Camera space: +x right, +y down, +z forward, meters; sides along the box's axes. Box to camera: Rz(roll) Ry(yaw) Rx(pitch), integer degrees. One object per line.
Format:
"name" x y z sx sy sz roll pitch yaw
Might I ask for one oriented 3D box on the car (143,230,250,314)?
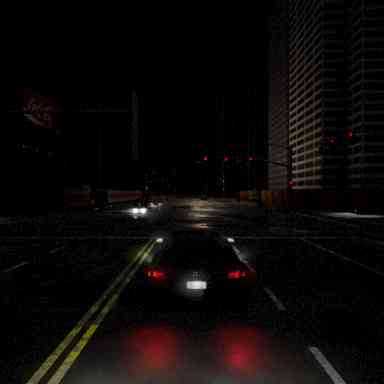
"car" 0.076 1.564 7.706 1.994 1.385 4.181 0 0 0

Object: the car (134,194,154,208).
"car" -7.214 1.491 48.086 2.128 1.511 4.902 0 0 0

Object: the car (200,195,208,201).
"car" 3.268 1.525 87.544 2.128 1.511 4.902 0 0 0

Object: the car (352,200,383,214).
"car" 19.626 1.547 34.492 5.357 1.411 2.033 0 0 0

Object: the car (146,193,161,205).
"car" -7.229 1.220 58.037 2.150 2.045 5.566 0 0 0
